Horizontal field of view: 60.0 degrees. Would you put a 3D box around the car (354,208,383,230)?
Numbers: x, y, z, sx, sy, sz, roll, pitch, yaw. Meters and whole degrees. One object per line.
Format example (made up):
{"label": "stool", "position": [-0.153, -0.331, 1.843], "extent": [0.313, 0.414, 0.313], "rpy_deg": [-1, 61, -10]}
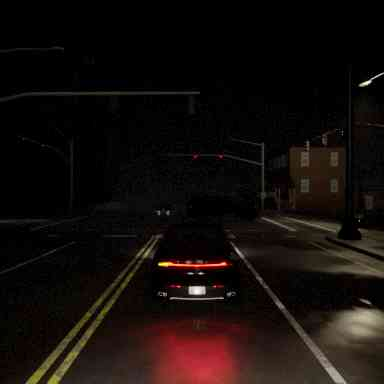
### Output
{"label": "car", "position": [16.625, 2.400, 28.834], "extent": [5.566, 2.045, 2.150], "rpy_deg": [9, 0, 0]}

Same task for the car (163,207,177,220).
{"label": "car", "position": [-3.687, 3.721, 56.251], "extent": [2.033, 1.411, 5.357], "rpy_deg": [0, -12, 0]}

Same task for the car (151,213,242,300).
{"label": "car", "position": [0.086, 1.505, 8.346], "extent": [1.837, 1.490, 4.892], "rpy_deg": [0, 0, 0]}

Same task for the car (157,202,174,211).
{"label": "car", "position": [-3.672, 2.056, 45.643], "extent": [2.033, 1.411, 5.357], "rpy_deg": [0, -4, 0]}

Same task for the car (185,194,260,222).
{"label": "car", "position": [2.275, 1.188, 25.258], "extent": [5.566, 2.045, 2.150], "rpy_deg": [0, 0, 1]}
